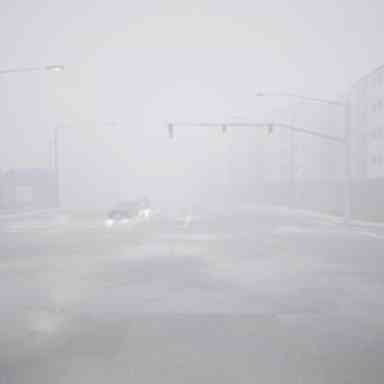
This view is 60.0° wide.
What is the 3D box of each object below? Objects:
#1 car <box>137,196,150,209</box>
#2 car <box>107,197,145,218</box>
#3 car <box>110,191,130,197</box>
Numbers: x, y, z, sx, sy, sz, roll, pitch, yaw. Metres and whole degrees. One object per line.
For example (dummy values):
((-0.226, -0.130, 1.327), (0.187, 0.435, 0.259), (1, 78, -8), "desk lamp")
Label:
((-6.322, 1.259, 41.847), (2.128, 1.511, 4.902), (0, 0, -10), "car")
((-5.698, 1.408, 28.367), (2.033, 1.411, 5.357), (0, 0, 1), "car")
((-12.667, 0.862, 58.501), (2.150, 2.045, 5.566), (0, 0, -34), "car")
